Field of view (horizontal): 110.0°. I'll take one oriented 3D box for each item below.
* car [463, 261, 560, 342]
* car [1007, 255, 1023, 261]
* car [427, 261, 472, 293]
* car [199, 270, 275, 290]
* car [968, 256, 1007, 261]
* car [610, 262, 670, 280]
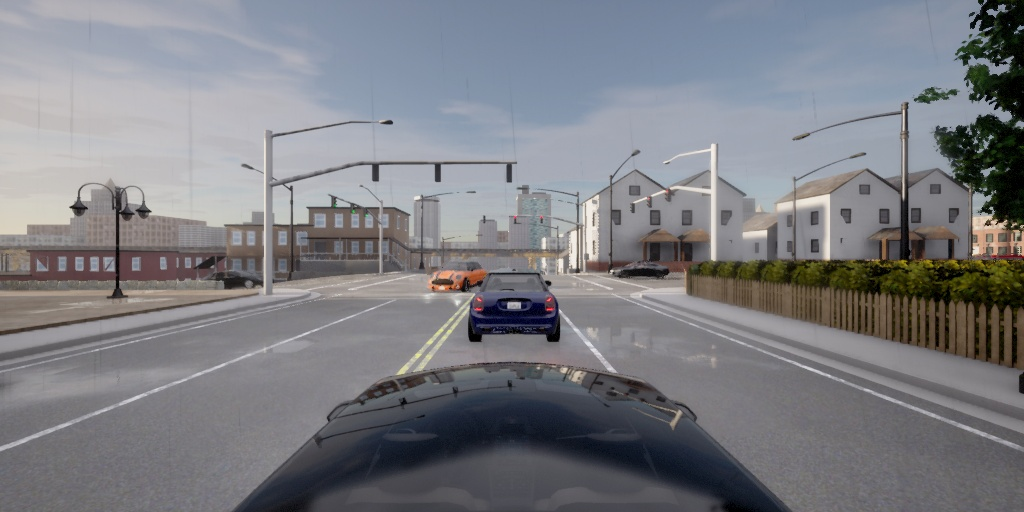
[{"bbox_3d":[0.056,1.102,9.967,2.097,1.767,4.553,0,0,0],"label":"car"},{"bbox_3d":[42.787,0.971,27.795,5.566,2.045,2.150,0,0,-1],"label":"car"},{"bbox_3d":[-3.105,1.094,21.016,2.097,1.767,4.553,0,0,15],"label":"car"},{"bbox_3d":[-20.506,1.789,26.777,4.892,1.490,1.837,-5,0,-1],"label":"car"},{"bbox_3d":[41.832,0.972,31.455,5.566,2.045,2.150,0,0,0],"label":"car"},{"bbox_3d":[11.033,1.242,30.995,4.902,1.511,2.128,0,0,-1],"label":"car"}]
